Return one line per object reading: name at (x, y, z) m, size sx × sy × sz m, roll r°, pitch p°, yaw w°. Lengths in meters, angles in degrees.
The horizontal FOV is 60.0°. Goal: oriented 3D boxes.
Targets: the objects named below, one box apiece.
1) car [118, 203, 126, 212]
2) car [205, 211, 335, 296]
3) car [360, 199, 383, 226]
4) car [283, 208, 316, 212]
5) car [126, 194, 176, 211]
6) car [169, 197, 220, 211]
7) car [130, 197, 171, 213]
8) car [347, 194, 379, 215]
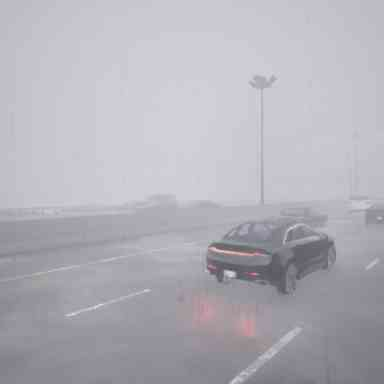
car at (-6.357, 1.564, 37.640) m, size 1.994 × 1.385 × 4.181 m, roll 0°, pitch 0°, yaw 38°
car at (2.303, 1.489, 8.827) m, size 2.128 × 1.511 × 4.902 m, roll 0°, pitch 0°, yaw 39°
car at (13.066, 1.466, 22.382) m, size 1.882 × 1.535 × 5.008 m, roll 0°, pitch 0°, yaw 38°
car at (6.487, 1.594, 19.721) m, size 1.895 × 1.301 × 4.718 m, roll 0°, pitch 0°, yaw 38°
car at (-3.813, 1.220, 35.218) m, size 2.150 × 2.045 × 5.566 m, roll 0°, pitch 0°, yaw 38°
car at (0.526, 1.474, 29.424) m, size 1.882 × 1.535 × 5.008 m, roll 0°, pitch 0°, yaw 38°
car at (-2.971, 1.476, 30.647) m, size 1.882 × 1.535 × 5.008 m, roll 0°, pitch 0°, yaw 38°
car at (17.167, 1.207, 33.184) m, size 2.150 × 2.045 × 5.566 m, roll 0°, pitch 0°, yaw 38°
